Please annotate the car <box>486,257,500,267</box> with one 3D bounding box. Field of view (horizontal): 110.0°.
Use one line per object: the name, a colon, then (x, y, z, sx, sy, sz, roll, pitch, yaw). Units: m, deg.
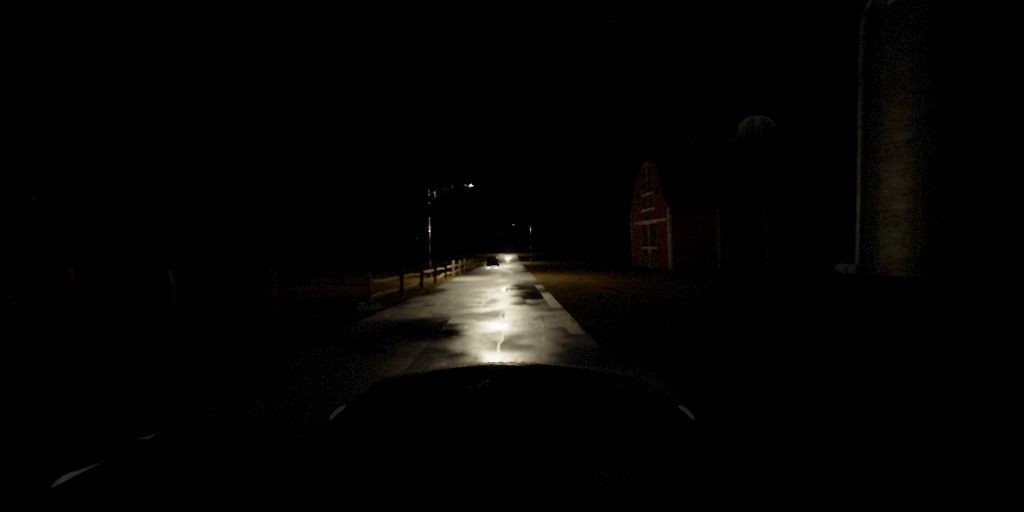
car: (-2.825, 0.901, 54.442, 2.033, 1.411, 5.357, -1, 0, 0)
